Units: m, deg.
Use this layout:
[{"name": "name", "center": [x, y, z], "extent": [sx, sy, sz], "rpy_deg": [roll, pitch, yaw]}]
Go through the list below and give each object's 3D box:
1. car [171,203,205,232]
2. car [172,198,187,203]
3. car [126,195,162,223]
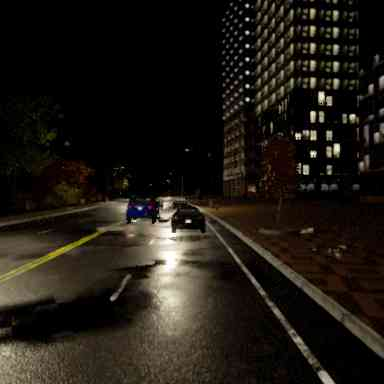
[{"name": "car", "center": [-0.266, 1.589, 20.328], "extent": [1.994, 1.385, 4.181], "rpy_deg": [0, 0, -2]}, {"name": "car", "center": [-1.739, 1.589, 47.416], "extent": [2.128, 1.511, 4.902], "rpy_deg": [0, 0, -4]}, {"name": "car", "center": [-3.717, 1.261, 25.764], "extent": [2.150, 2.045, 5.566], "rpy_deg": [0, 0, -2]}]
